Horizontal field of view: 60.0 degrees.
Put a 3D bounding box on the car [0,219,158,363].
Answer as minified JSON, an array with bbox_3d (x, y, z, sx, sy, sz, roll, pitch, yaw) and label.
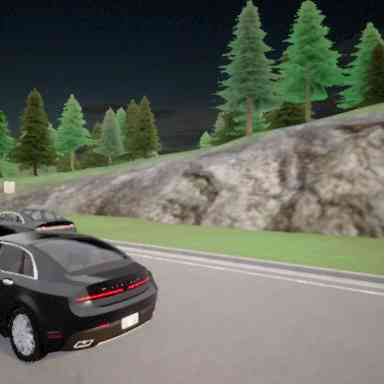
[{"bbox_3d":[-2.817,1.461,5.848,4.892,1.490,1.837,1,0,35],"label":"car"}]

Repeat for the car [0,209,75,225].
[{"bbox_3d":[-6.415,1.395,12.619,4.902,1.511,2.128,1,0,35],"label":"car"}]
